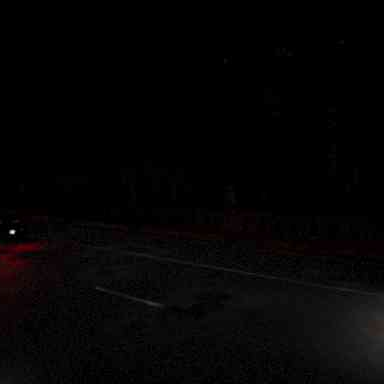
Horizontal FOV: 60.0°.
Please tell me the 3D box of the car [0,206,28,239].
[{"bbox_3d":[-9.504,1.416,15.566,4.892,1.490,1.837,1,0,38],"label":"car"}]
